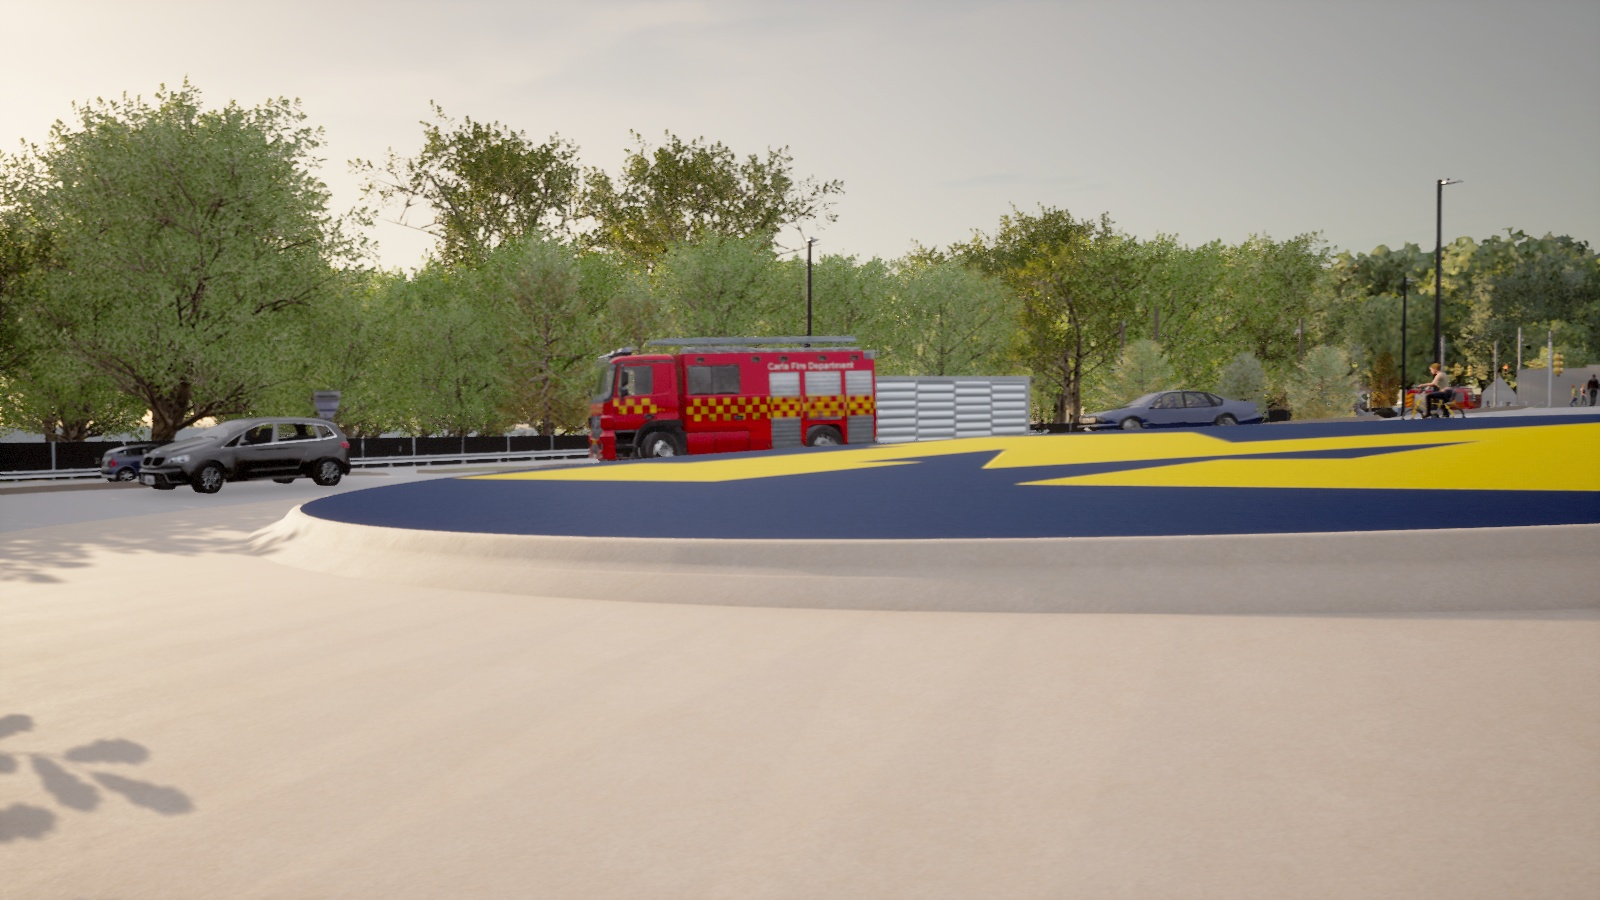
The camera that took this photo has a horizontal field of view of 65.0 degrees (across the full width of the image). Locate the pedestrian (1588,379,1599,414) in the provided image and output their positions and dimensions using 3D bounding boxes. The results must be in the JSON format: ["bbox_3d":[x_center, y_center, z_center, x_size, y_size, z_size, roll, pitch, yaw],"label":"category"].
[{"bbox_3d":[42.974,-2.897,67.948,0.720,1.854,0.376,0,1,-43],"label":"pedestrian"}]

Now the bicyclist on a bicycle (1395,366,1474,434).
[{"bbox_3d":[15.576,-1.202,30.828,0.866,1.612,1.509,0,0,-42],"label":"bicyclist on a bicycle"}]

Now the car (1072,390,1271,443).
[{"bbox_3d":[11.178,-1.000,37.942,5.357,1.411,2.033,-2,0,-9],"label":"car"}]

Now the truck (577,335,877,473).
[{"bbox_3d":[-2.201,-1.442,37.874,8.468,3.827,2.891,-2,2,-18],"label":"truck"}]

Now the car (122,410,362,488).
[{"bbox_3d":[-12.940,-0.097,29.382,2.242,1.667,4.611,2,2,36],"label":"car"}]

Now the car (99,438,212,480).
[{"bbox_3d":[-26.114,0.342,50.937,3.705,1.549,1.789,-2,3,-42],"label":"car"}]
